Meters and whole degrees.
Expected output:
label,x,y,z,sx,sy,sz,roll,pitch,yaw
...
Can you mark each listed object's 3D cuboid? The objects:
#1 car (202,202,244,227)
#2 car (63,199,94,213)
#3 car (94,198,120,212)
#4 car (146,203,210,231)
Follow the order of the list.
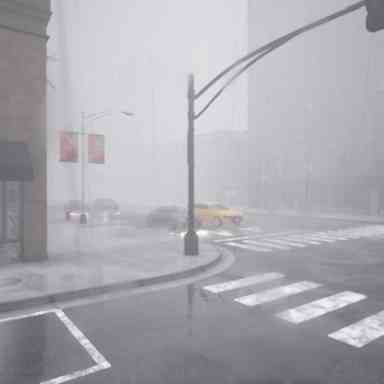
label,x,y,z,sx,sy,sz,roll,pitch,yaw
car,1.393,1.438,22.578,1.882,1.535,5.008,0,1,-35
car,-12.823,1.501,36.758,1.994,1.385,4.181,0,0,-36
car,-10.011,1.434,38.413,1.837,1.490,4.892,0,0,-36
car,-1.146,1.530,20.541,1.994,1.385,4.181,0,0,-36
